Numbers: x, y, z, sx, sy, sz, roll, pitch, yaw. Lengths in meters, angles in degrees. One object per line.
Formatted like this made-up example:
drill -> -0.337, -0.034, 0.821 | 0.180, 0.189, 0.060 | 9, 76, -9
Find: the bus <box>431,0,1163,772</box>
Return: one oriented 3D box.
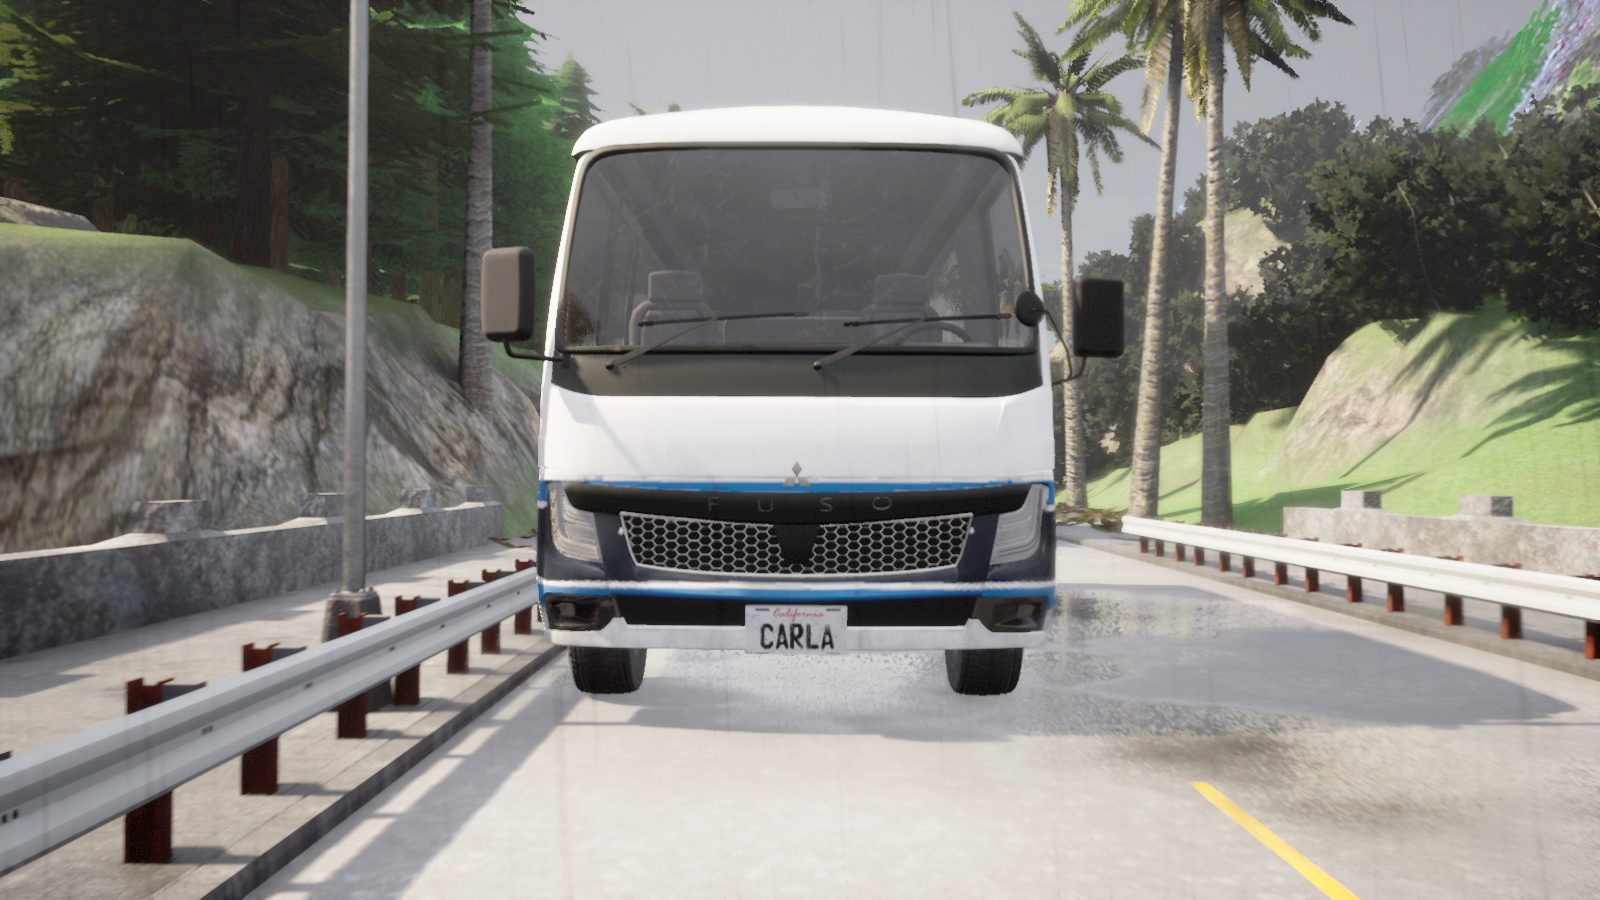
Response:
bus -> -0.031, -0.362, 11.935 | 3.944, 4.253, 10.273 | 0, 0, 0
